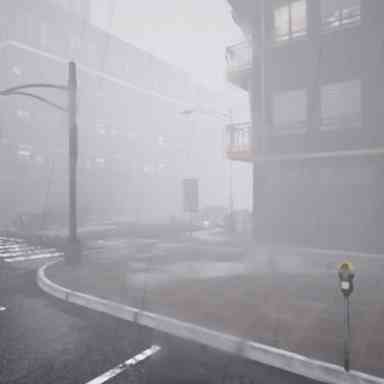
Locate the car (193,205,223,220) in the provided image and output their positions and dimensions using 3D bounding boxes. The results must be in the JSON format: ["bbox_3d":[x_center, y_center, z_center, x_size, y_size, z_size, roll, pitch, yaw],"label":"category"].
[{"bbox_3d":[2.011,2.099,34.519,1.837,1.490,4.892,0,-1,35],"label":"car"}]

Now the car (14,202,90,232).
[{"bbox_3d":[-9.371,1.629,22.799,2.192,1.841,5.009,-2,-2,35],"label":"car"}]

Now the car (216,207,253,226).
[{"bbox_3d":[4.020,2.062,27.374,1.802,1.307,4.206,-2,-2,35],"label":"car"}]
